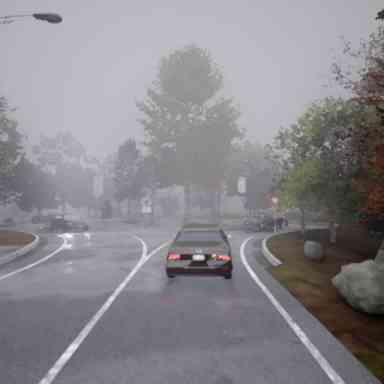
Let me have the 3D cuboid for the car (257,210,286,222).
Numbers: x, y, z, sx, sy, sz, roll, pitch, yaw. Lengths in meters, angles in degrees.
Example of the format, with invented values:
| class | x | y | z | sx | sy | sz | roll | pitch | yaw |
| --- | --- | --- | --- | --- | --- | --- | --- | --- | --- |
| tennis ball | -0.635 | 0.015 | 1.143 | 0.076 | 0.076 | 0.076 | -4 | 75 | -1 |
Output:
| class | x | y | z | sx | sy | sz | roll | pitch | yaw |
| --- | --- | --- | --- | --- | --- | --- | --- | --- | --- |
| car | 11.892 | 3.545 | 50.034 | 2.097 | 1.767 | 4.553 | 1 | -3 | -21 |

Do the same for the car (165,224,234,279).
| class | x | y | z | sx | sy | sz | roll | pitch | yaw |
| --- | --- | --- | --- | --- | --- | --- | --- | --- | --- |
| car | 0.311 | 1.716 | 10.583 | 2.033 | 1.411 | 5.357 | 0 | -2 | 3 |

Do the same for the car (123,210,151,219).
| class | x | y | z | sx | sy | sz | roll | pitch | yaw |
| --- | --- | --- | --- | --- | --- | --- | --- | --- | --- |
| car | -9.582 | 3.969 | 58.259 | 4.892 | 1.490 | 1.837 | 1 | -4 | -20 |

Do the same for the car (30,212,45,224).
| class | x | y | z | sx | sy | sz | roll | pitch | yaw |
| --- | --- | --- | --- | --- | --- | --- | --- | --- | --- |
| car | -19.398 | 3.357 | 44.208 | 1.882 | 1.535 | 5.008 | -1 | -3 | 6 |

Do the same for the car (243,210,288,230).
| class | x | y | z | sx | sy | sz | roll | pitch | yaw |
| --- | --- | --- | --- | --- | --- | --- | --- | --- | --- |
| car | 6.783 | 2.631 | 30.519 | 4.902 | 1.511 | 2.128 | 2 | -4 | -37 |

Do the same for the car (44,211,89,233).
| class | x | y | z | sx | sy | sz | roll | pitch | yaw |
| --- | --- | --- | --- | --- | --- | --- | --- | --- | --- |
| car | -10.050 | 2.478 | 27.055 | 1.812 | 1.442 | 4.674 | 3 | -4 | -42 |
